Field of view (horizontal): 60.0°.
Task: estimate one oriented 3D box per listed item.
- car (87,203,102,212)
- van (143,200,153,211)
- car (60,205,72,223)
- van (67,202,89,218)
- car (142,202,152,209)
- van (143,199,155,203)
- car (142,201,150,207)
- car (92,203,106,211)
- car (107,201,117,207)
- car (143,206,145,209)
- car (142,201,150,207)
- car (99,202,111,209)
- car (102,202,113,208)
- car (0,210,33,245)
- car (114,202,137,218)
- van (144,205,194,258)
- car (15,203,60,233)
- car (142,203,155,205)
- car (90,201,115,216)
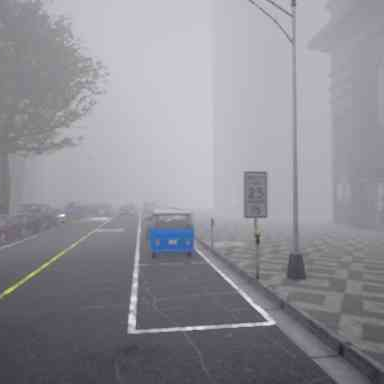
[{"bbox_3d":[-15.694,2.478,53.788,1.752,1.417,4.829,0,-1,-9],"label":"car"},{"bbox_3d":[-7.457,2.317,56.330,1.690,1.788,3.998,0,-1,-9],"label":"van"},{"bbox_3d":[-11.744,2.044,27.816,2.008,1.369,4.403,0,-1,-9],"label":"car"},{"bbox_3d":[-13.334,2.018,38.275,1.690,1.788,3.998,0,-1,-9],"label":"van"},{"bbox_3d":[-9.085,2.733,67.027,1.947,1.339,4.313,0,-1,-9],"label":"car"},{"bbox_3d":[-5.829,2.126,45.627,1.690,1.788,3.998,0,-1,-9],"label":"van"},{"bbox_3d":[-11.275,2.979,81.431,2.008,1.369,4.403,0,-1,-9],"label":"car"},{"bbox_3d":[-16.515,2.600,59.184,2.008,1.369,4.403,0,-1,-9],"label":"car"},{"bbox_3d":[-20.454,3.068,85.087,2.008,1.369,4.403,0,-1,-9],"label":"car"},{"bbox_3d":[-2.574,1.954,24.220,1.887,1.381,4.507,0,-1,-9],"label":"car"},{"bbox_3d":[-12.026,3.069,86.366,2.008,1.369,4.403,0,-1,-9],"label":"car"},{"bbox_3d":[-17.999,2.775,68.942,2.008,1.369,4.403,0,-1,-9],"label":"car"},{"bbox_3d":[-18.817,2.867,74.324,1.887,1.381,4.507,0,-1,-9],"label":"car"},{"bbox_3d":[-10.154,1.857,17.359,1.887,1.381,4.507,0,-1,-9],"label":"car"},{"bbox_3d":[-7.434,2.208,38.156,2.033,1.411,5.357,0,-1,-8],"label":"car"},{"bbox_3d":[-0.947,1.566,13.522,1.690,1.788,3.998,0,-1,-9],"label":"van"},{"bbox_3d":[-10.949,1.718,22.592,2.192,1.841,5.009,0,-1,-9],"label":"car"},{"bbox_3d":[-4.202,2.147,34.922,2.008,1.369,4.403,0,-1,-9],"label":"car"},{"bbox_3d":[-11.085,2.225,41.838,2.128,1.511,4.902,0,-1,-9],"label":"car"}]
